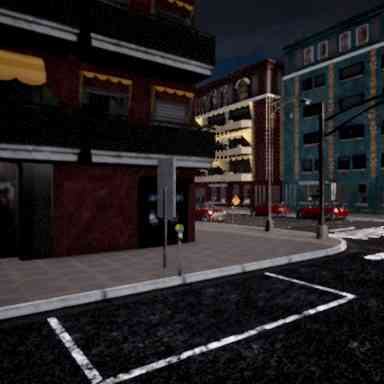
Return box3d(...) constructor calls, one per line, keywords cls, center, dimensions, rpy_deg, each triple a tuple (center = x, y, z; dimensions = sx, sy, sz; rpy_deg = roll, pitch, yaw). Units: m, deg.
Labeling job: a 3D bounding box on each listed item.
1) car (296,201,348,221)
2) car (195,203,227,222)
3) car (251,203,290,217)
box3d(cls="car", center=(10.722, 1.516, 27.806), dimensions=(1.967, 1.590, 4.097), rpy_deg=(-1, 0, -35))
box3d(cls="car", center=(1.091, 1.611, 27.859), dimensions=(1.967, 1.590, 4.097), rpy_deg=(-1, 0, -35))
box3d(cls="car", center=(7.563, 1.727, 32.366), dimensions=(1.802, 1.307, 4.206), rpy_deg=(-1, 0, -35))
